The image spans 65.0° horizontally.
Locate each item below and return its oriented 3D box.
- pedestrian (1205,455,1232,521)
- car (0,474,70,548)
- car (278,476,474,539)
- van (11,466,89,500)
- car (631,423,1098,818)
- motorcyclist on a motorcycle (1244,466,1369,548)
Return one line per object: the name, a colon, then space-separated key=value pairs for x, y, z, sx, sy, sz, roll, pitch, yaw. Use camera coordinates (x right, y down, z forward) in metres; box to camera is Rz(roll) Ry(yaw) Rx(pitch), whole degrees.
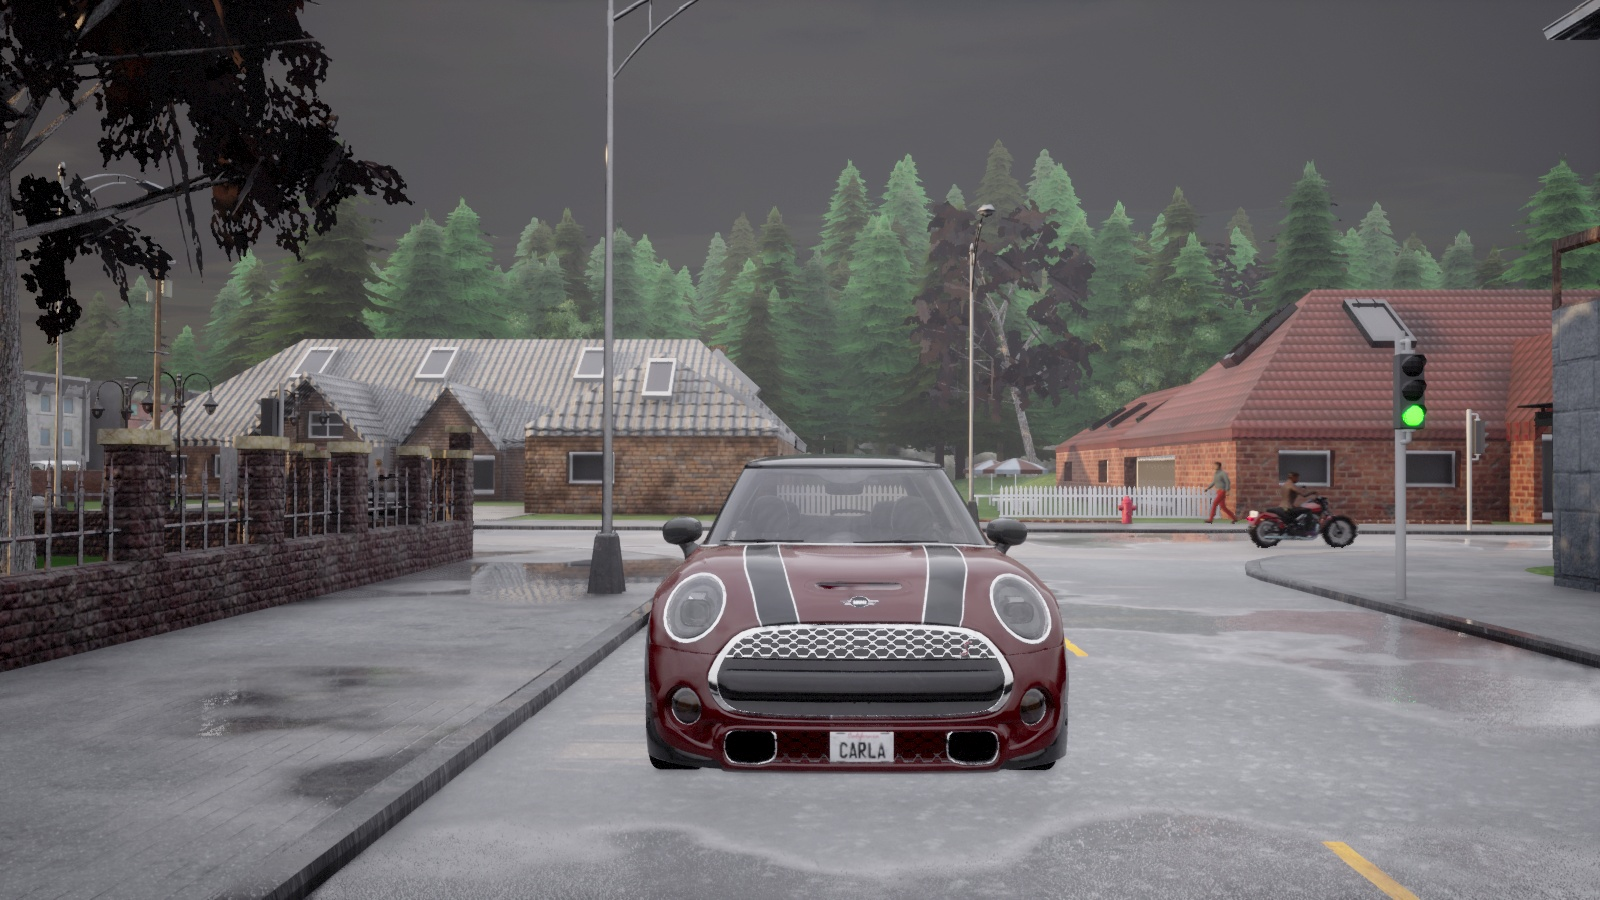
pedestrian: x=11.705 y=1.065 z=35.103 sx=0.614 sy=1.847 sz=0.353 roll=0 pitch=-1 yaw=0
car: x=-18.574 y=1.289 z=27.041 sx=4.514 sy=1.525 sz=2.007 roll=0 pitch=-1 yaw=0
car: x=-10.355 y=1.387 z=30.868 sx=4.193 sy=1.474 sz=1.816 roll=0 pitch=-1 yaw=2
van: x=-46.843 y=2.041 z=78.569 sx=2.069 sy=2.038 sz=4.480 roll=0 pitch=-1 yaw=2
car: x=0.271 y=0.805 z=7.943 sx=2.097 sy=1.767 sz=4.553 roll=0 pitch=-1 yaw=0
motorcyclist on a motorcycle: x=10.515 y=1.160 z=26.101 sx=2.350 sy=1.649 sz=0.766 roll=0 pitch=0 yaw=-9
